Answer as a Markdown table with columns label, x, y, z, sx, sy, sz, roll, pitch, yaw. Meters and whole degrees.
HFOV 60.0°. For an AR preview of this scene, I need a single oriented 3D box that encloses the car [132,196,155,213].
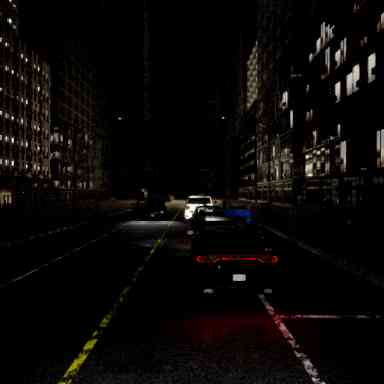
| label | x | y | z | sx | sy | sz | roll | pitch | yaw |
| --- | --- | --- | --- | --- | --- | --- | --- | --- | --- |
| car | -5.695 | 1.528 | 37.904 | 1.752 | 1.417 | 4.829 | 0 | 0 | 0 |

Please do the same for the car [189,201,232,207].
| label | x | y | z | sx | sy | sz | roll | pitch | yaw |
| --- | --- | --- | --- | --- | --- | --- | --- | --- | --- |
| car | 0.899 | 1.479 | 18.804 | 1.882 | 1.535 | 5.008 | 0 | 0 | 0 |

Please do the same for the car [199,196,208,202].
| label | x | y | z | sx | sy | sz | roll | pitch | yaw |
| --- | --- | --- | --- | --- | --- | --- | --- | --- | --- |
| car | 2.681 | 1.555 | 77.750 | 1.887 | 1.381 | 4.507 | 0 | 0 | 0 |

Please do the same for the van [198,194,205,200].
| label | x | y | z | sx | sy | sz | roll | pitch | yaw |
| --- | --- | --- | --- | --- | --- | --- | --- | --- | --- |
| van | 2.679 | 1.354 | 94.754 | 1.690 | 1.788 | 3.998 | 0 | 0 | 0 |

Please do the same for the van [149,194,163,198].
| label | x | y | z | sx | sy | sz | roll | pitch | yaw |
| --- | --- | --- | --- | --- | --- | --- | --- | --- | --- |
| van | -5.697 | 1.346 | 49.411 | 1.690 | 1.788 | 3.998 | 0 | 0 | 0 |

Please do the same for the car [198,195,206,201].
| label | x | y | z | sx | sy | sz | roll | pitch | yaw |
| --- | --- | --- | --- | --- | --- | --- | --- | --- | --- |
| car | 2.680 | 1.557 | 89.086 | 1.887 | 1.381 | 4.507 | 0 | 0 | 0 |

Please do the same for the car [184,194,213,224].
| label | x | y | z | sx | sy | sz | roll | pitch | yaw |
| --- | --- | --- | --- | --- | --- | --- | --- | --- | --- |
| car | 0.658 | 1.225 | 24.913 | 2.150 | 2.045 | 5.566 | 0 | 0 | 4 |

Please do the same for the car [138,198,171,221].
| label | x | y | z | sx | sy | sz | roll | pitch | yaw |
| --- | --- | --- | --- | --- | --- | --- | --- | --- | --- |
| car | -3.002 | 1.527 | 27.701 | 1.812 | 1.442 | 4.674 | 0 | 0 | 0 |

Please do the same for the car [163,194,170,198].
| label | x | y | z | sx | sy | sz | roll | pitch | yaw |
| --- | --- | --- | --- | --- | --- | --- | --- | --- | --- |
| car | -5.697 | 1.558 | 60.746 | 2.008 | 1.369 | 4.403 | 0 | 0 | 0 |

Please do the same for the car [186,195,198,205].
| label | x | y | z | sx | sy | sz | roll | pitch | yaw |
| --- | --- | --- | --- | --- | --- | --- | --- | --- | --- |
| car | -0.006 | 1.359 | 60.130 | 2.097 | 1.767 | 4.553 | 0 | 0 | 0 |

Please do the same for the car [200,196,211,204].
| label | x | y | z | sx | sy | sz | roll | pitch | yaw |
| --- | --- | --- | --- | --- | --- | --- | --- | --- | --- |
| car | 2.682 | 1.559 | 66.414 | 2.008 | 1.369 | 4.403 | 0 | 0 | 0 |

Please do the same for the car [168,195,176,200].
| label | x | y | z | sx | sy | sz | roll | pitch | yaw |
| --- | --- | --- | --- | --- | --- | --- | --- | --- | --- |
| car | -5.701 | 1.579 | 94.754 | 1.947 | 1.339 | 4.313 | 0 | 0 | 0 |

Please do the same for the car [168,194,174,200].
| label | x | y | z | sx | sy | sz | roll | pitch | yaw |
| --- | --- | --- | --- | --- | --- | --- | --- | --- | --- |
| car | -5.699 | 1.324 | 72.083 | 2.192 | 1.841 | 5.009 | 0 | 0 | 0 |

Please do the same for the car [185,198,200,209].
| label | x | y | z | sx | sy | sz | roll | pitch | yaw |
| --- | --- | --- | --- | --- | --- | --- | --- | --- | --- |
| car | 0.014 | 1.568 | 46.199 | 1.994 | 1.385 | 4.181 | 0 | 0 | 0 |

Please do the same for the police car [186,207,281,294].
| label | x | y | z | sx | sy | sz | roll | pitch | yaw |
| --- | --- | --- | --- | --- | --- | --- | --- | --- | --- |
| police car | 0.900 | 1.425 | 8.913 | 1.930 | 1.638 | 5.238 | 0 | 0 | 0 |

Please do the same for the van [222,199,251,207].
| label | x | y | z | sx | sy | sz | roll | pitch | yaw |
| --- | --- | --- | --- | --- | --- | --- | --- | --- | --- |
| van | 2.686 | 1.342 | 21.070 | 1.690 | 1.788 | 3.998 | 0 | 0 | 0 |

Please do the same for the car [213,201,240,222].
| label | x | y | z | sx | sy | sz | roll | pitch | yaw |
| --- | --- | --- | --- | --- | --- | --- | --- | --- | --- |
| car | 2.686 | 1.527 | 26.908 | 1.752 | 1.417 | 4.829 | 0 | 0 | 0 |
